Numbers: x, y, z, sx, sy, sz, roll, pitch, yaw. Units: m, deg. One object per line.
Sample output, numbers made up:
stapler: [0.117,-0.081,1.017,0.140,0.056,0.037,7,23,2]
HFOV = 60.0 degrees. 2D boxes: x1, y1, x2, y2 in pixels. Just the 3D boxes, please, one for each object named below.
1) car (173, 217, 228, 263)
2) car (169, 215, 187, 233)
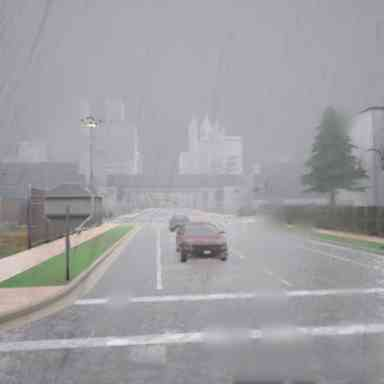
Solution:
car: [0.335,2.107,15.031,1.882,1.535,5.008,-1,-2,-6]
car: [-1.047,2.788,29.812,2.033,1.411,5.357,-1,-2,-5]
